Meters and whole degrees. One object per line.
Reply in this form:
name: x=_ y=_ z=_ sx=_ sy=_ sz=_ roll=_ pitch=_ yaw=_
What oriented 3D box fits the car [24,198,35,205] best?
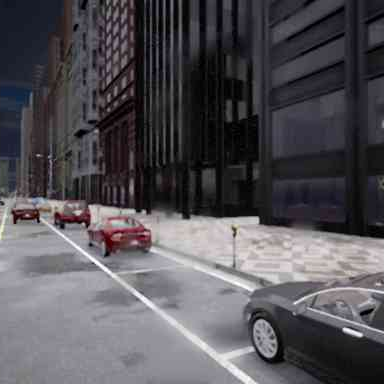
car: x=-38.100 y=2.211 z=77.913 sx=1.967 sy=1.590 sz=4.097 roll=0 pitch=0 yaw=-29

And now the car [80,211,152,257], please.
car: x=-3.080 y=1.662 z=13.555 sx=1.887 sy=1.381 sz=4.507 roll=0 pitch=0 yaw=-29

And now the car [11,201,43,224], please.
car: x=-13.941 y=1.743 z=27.939 sx=1.882 sy=1.535 sz=5.008 roll=0 pitch=-1 yaw=-29

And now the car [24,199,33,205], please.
car: x=-40.793 y=2.388 z=82.863 sx=1.947 sy=1.339 sz=4.313 roll=0 pitch=0 yaw=-29

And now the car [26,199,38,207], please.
car: x=-32.712 y=2.218 z=68.012 sx=2.008 sy=1.369 sz=4.403 roll=0 pitch=0 yaw=-29

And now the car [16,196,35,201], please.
car: x=-19.846 y=1.725 z=38.772 sx=2.097 sy=1.767 sz=4.553 roll=0 pitch=-1 yaw=-28

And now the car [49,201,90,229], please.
car: x=-8.469 y=1.527 z=23.458 sx=2.192 sy=1.841 sz=5.009 roll=0 pitch=0 yaw=-29

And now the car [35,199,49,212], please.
car: x=-19.325 y=1.938 z=43.408 sx=1.752 sy=1.417 sz=4.829 roll=0 pitch=0 yaw=-29

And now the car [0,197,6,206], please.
car: x=-41.600 y=2.333 z=72.297 sx=1.895 sy=1.301 sz=4.718 roll=0 pitch=-1 yaw=-28

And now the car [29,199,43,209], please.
car: x=-27.325 y=2.005 z=58.111 sx=1.967 sy=1.590 sz=4.097 roll=0 pitch=0 yaw=-29

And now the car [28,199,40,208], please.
car: x=-30.100 y=2.143 z=63.211 sx=1.752 sy=1.417 sz=4.829 roll=0 pitch=0 yaw=-29

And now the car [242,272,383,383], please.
car: x=2.307 y=1.575 z=3.654 sx=2.008 sy=1.369 sz=4.403 roll=0 pitch=0 yaw=-29
